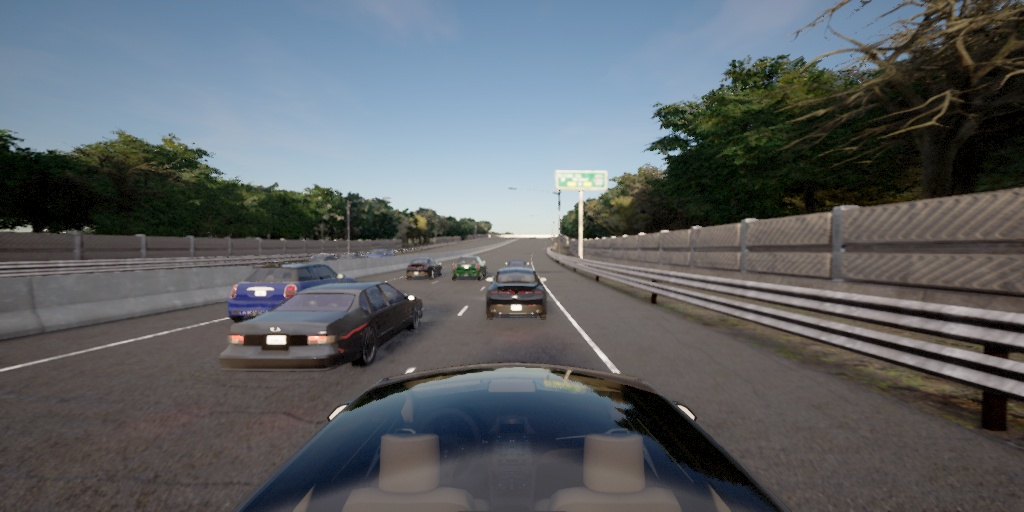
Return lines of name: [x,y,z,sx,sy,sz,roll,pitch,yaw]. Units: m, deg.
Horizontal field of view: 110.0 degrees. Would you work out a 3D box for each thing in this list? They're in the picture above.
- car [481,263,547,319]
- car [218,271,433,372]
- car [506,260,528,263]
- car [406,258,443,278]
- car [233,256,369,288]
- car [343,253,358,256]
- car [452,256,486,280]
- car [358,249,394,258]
car: [0.151,1.153,12.310,1.837,1.490,4.892,0,1,1]
car: [-3.405,1.244,7.734,2.033,1.411,5.357,0,1,1]
car: [0.403,0.957,27.737,1.994,1.385,4.181,0,1,1]
car: [-6.608,0.902,27.414,1.837,1.490,4.892,0,1,1]
car: [-6.854,1.002,11.932,2.097,1.767,4.553,0,1,1]
car: [-20.250,0.450,45.082,1.837,1.490,4.892,0,1,2]
car: [-3.117,0.759,26.985,2.097,1.767,4.553,0,1,1]
car: [-16.747,0.163,45.226,2.150,2.045,5.566,0,1,2]
